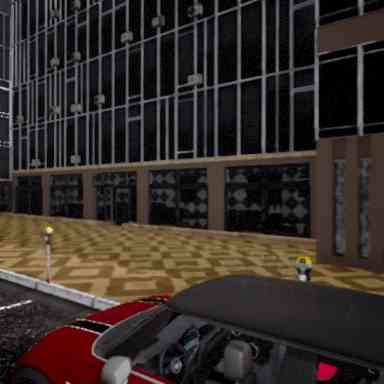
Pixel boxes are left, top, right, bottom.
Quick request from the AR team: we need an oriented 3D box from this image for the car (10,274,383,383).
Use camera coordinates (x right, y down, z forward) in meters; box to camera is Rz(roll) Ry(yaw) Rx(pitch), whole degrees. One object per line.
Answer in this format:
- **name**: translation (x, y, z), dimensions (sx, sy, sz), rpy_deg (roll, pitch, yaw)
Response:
- **car**: translation (0.313, 1.435, 2.652), dimensions (4.097, 1.590, 1.967), rpy_deg (0, 0, 36)
